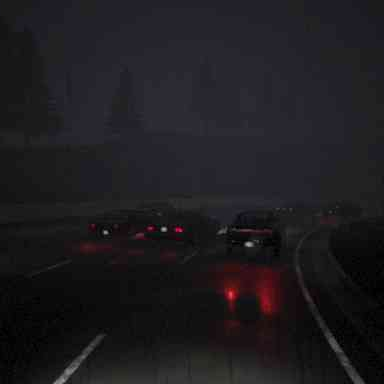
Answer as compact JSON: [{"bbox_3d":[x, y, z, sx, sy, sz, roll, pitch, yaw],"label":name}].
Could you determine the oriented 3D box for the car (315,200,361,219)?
[{"bbox_3d":[13.199,1.468,29.234,4.902,1.511,2.128,0,0,-44],"label":"car"}]

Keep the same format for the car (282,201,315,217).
[{"bbox_3d":[9.747,1.513,30.766,2.033,1.411,5.357,0,0,44],"label":"car"}]

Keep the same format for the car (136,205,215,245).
[{"bbox_3d":[-0.216,1.518,15.435,2.033,1.411,5.357,0,0,21],"label":"car"}]

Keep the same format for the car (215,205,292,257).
[{"bbox_3d":[2.625,1.473,13.045,2.128,1.511,4.902,0,0,19],"label":"car"}]

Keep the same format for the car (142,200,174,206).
[{"bbox_3d":[-2.480,1.448,26.843,1.837,1.490,4.892,0,0,31],"label":"car"}]

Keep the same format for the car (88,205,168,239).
[{"bbox_3d":[-3.167,1.560,17.320,1.895,1.301,4.718,0,0,21],"label":"car"}]
